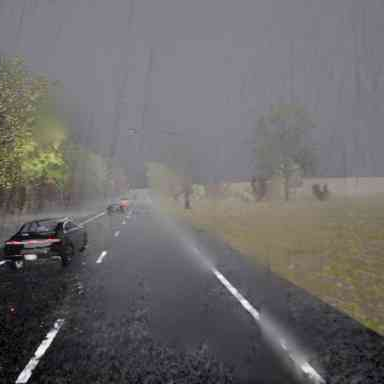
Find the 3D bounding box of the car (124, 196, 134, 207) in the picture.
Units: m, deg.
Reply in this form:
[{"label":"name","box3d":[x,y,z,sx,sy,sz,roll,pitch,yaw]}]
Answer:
[{"label":"car","box3d":[-12.550,1.882,62.414,2.097,1.767,4.553,-2,0,-8]}]

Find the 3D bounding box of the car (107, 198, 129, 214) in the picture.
[{"label":"car","box3d":[-9.476,1.903,41.705,2.128,1.511,4.902,-2,0,-8]}]

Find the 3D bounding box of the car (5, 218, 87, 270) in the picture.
[{"label":"car","box3d":[-5.100,1.715,12.178,2.128,1.511,4.902,-2,0,-8]}]
